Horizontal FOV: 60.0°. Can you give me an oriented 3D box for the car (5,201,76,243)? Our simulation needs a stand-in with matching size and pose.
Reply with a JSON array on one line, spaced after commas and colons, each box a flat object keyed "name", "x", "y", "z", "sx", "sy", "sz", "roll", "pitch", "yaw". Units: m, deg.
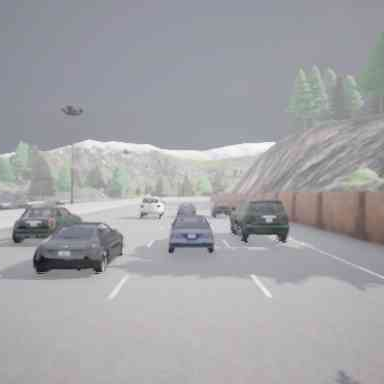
[{"name": "car", "x": -7.127, "y": 1.502, "z": 16.983, "sx": 2.097, "sy": 1.767, "sz": 4.553, "roll": 0, "pitch": -1, "yaw": -1}]

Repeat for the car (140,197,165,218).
[{"name": "car", "x": -4.016, "y": 1.519, "z": 33.977, "sx": 2.150, "sy": 2.045, "sz": 5.566, "roll": 0, "pitch": 0, "yaw": -1}]

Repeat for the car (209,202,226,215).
[{"name": "car", "x": 2.967, "y": 1.808, "z": 34.751, "sx": 1.837, "sy": 1.490, "sz": 4.892, "roll": 0, "pitch": -1, "yaw": -1}]

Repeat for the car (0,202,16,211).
[{"name": "car", "x": -21.897, "y": 1.915, "z": 41.719, "sx": 2.033, "sy": 1.411, "sz": 5.357, "roll": 0, "pitch": 0, "yaw": -1}]

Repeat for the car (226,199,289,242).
[{"name": "car", "x": 3.369, "y": 1.374, "z": 17.461, "sx": 2.150, "sy": 2.045, "sz": 5.566, "roll": 0, "pitch": 0, "yaw": -1}]

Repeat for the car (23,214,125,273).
[{"name": "car", "x": -3.510, "y": 1.662, "z": 11.055, "sx": 1.994, "sy": 1.385, "sz": 4.181, "roll": 0, "pitch": 0, "yaw": -1}]

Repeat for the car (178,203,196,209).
[{"name": "car", "x": -0.548, "y": 1.873, "z": 35.323, "sx": 1.994, "sy": 1.385, "sz": 4.181, "roll": 0, "pitch": 0, "yaw": -1}]

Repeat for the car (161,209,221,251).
[{"name": "car", "x": -0.067, "y": 1.676, "z": 14.628, "sx": 2.033, "sy": 1.411, "sz": 5.357, "roll": 0, "pitch": 0, "yaw": -1}]
